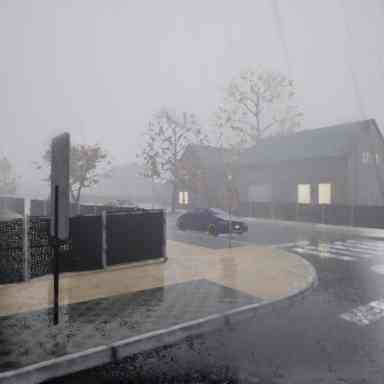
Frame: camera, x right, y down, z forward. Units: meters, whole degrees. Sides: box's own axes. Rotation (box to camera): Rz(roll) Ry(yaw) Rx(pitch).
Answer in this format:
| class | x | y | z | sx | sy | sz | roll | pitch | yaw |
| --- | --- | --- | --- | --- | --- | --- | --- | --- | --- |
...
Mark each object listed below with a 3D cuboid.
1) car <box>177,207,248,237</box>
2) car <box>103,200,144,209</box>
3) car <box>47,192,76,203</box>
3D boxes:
| class | x | y | z | sx | sy | sz | roll | pitch | yaw |
| --- | --- | --- | --- | --- | --- | --- | --- | --- | --- |
| car | 0.995 | 1.490 | 17.652 | 1.994 | 1.385 | 4.181 | 1 | 0 | -37 |
| car | -5.400 | 1.367 | 26.119 | 2.128 | 1.511 | 4.902 | 1 | 0 | -37 |
| car | -15.757 | 1.019 | 39.891 | 2.150 | 2.045 | 5.566 | 1 | -1 | -37 |
